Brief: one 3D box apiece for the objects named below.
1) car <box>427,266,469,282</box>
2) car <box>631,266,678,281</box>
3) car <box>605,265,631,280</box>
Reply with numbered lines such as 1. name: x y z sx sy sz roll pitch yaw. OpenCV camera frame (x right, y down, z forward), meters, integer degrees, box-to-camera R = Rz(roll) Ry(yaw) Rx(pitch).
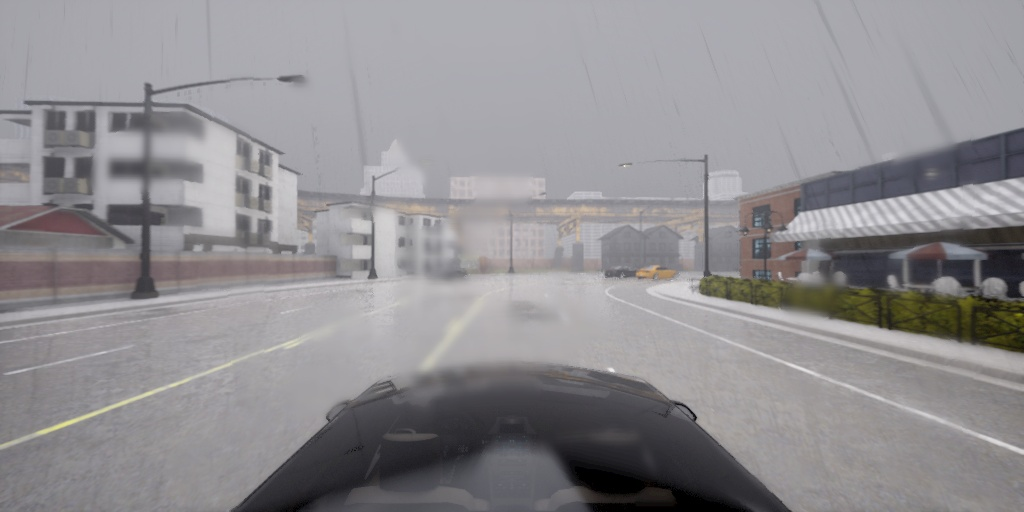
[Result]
1. car: -6.139 1.697 34.718 2.128 1.511 4.902 0 -1 28
2. car: 15.029 1.737 37.013 5.008 1.535 1.882 0 -1 -31
3. car: 12.439 1.771 39.656 5.008 1.535 1.882 0 -1 -33
